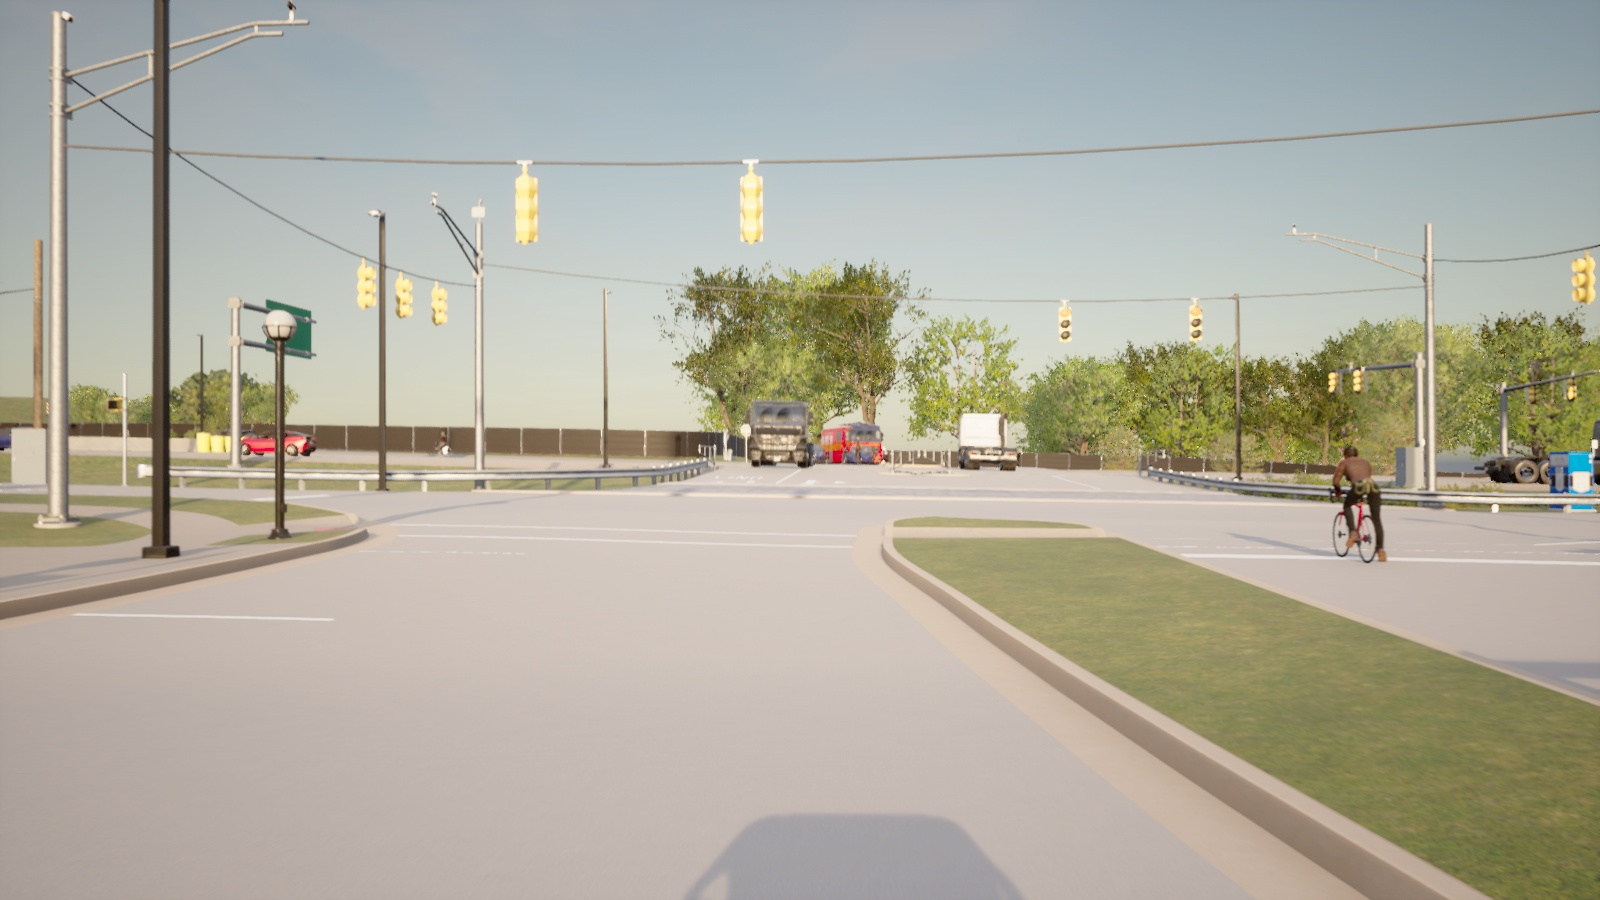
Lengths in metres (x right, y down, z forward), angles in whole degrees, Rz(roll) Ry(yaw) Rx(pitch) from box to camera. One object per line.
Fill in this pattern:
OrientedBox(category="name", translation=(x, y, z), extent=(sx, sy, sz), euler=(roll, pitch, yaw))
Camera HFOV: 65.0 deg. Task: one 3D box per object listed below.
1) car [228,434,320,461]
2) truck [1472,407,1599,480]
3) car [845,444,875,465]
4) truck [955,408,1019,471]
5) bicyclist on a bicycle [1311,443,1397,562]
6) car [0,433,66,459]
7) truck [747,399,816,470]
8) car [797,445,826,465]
OrientedBox(category="car", translation=(-30.638, -0.118, 73.277), extent=(4.514, 1.525, 2.007), euler=(1, -1, 4))
OrientedBox(category="truck", translation=(37.682, -0.290, 61.482), extent=(7.936, 3.462, 2.891), euler=(1, 0, 4))
OrientedBox(category="car", translation=(4.477, 0.390, 93.345), extent=(2.163, 1.488, 4.792), euler=(0, -1, 4))
OrientedBox(category="truck", translation=(10.907, -0.583, 73.808), extent=(2.891, 3.462, 7.936), euler=(1, 0, 3))
OrientedBox(category="bicyclist on a bicycle", translation=(7.865, 0.717, 17.879), extent=(0.582, 1.620, 1.656), euler=(0, 0, 4))
OrientedBox(category="car", translation=(-46.510, -0.209, 74.388), extent=(4.792, 1.488, 2.163), euler=(1, -1, 4))
OrientedBox(category="truck", translation=(-0.875, -0.784, 65.541), extent=(2.891, 3.462, 7.936), euler=(1, 0, 4))
OrientedBox(category="car", translation=(0.866, 0.384, 91.686), extent=(1.812, 1.442, 4.674), euler=(0, -1, 4))
